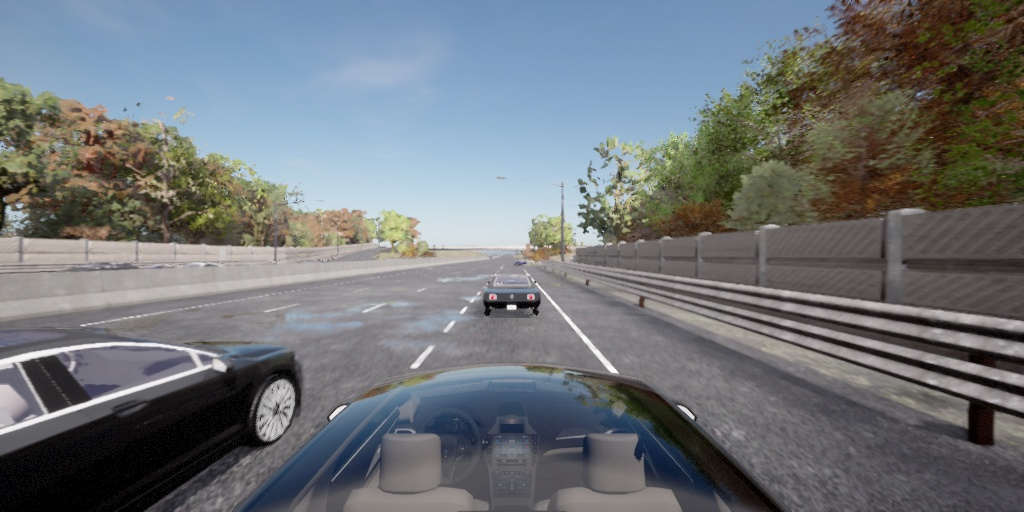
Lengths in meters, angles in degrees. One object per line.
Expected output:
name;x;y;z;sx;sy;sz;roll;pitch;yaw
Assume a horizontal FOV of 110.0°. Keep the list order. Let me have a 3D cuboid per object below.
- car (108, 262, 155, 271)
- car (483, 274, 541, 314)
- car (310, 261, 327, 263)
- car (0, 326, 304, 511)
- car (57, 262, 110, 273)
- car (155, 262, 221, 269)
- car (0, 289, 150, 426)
car;-28.073;1.316;28.250;1.895;1.301;4.718;0;0;0
car;-0.005;1.331;13.580;1.895;1.301;4.718;0;0;0
car;-21.097;1.261;38.571;2.033;1.411;5.357;0;0;0
car;-3.399;1.240;2.336;2.128;1.511;4.902;0;0;0
car;-31.576;1.205;27.553;2.128;1.511;4.902;0;0;0
car;-24.574;1.241;28.121;1.812;1.442;4.674;0;0;0
car;-6.916;1.271;3.610;1.812;1.442;4.674;0;0;0
